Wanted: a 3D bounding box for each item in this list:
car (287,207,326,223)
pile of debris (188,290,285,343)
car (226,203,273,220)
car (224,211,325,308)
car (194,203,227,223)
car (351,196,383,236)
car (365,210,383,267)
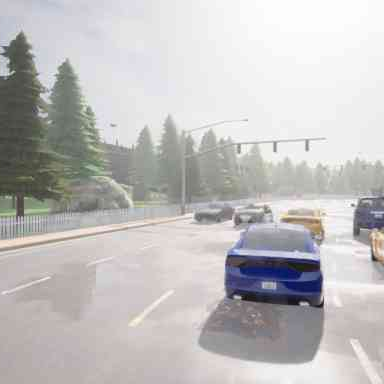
[{"bbox_3d":[5.733,1.478,17.033,1.882,1.535,5.008,0,0,24],"label":"car"},{"bbox_3d":[0.911,2.175,6.049,1.500,0.140,1.860,0,0,16],"label":"pile of debris"},{"bbox_3d":[4.328,1.493,22.861,2.128,1.511,4.902,0,0,25],"label":"car"},{"bbox_3d":[2.111,1.478,8.138,1.882,1.535,5.008,0,0,18],"label":"car"},{"bbox_3d":[1.978,1.560,26.095,2.033,1.411,5.357,0,0,24],"label":"car"},{"bbox_3d":[9.997,1.221,18.152,2.150,2.045,5.566,0,0,26],"label":"car"},{"bbox_3d":[6.150,1.478,9.041,1.882,1.535,5.008,0,0,21],"label":"car"}]
